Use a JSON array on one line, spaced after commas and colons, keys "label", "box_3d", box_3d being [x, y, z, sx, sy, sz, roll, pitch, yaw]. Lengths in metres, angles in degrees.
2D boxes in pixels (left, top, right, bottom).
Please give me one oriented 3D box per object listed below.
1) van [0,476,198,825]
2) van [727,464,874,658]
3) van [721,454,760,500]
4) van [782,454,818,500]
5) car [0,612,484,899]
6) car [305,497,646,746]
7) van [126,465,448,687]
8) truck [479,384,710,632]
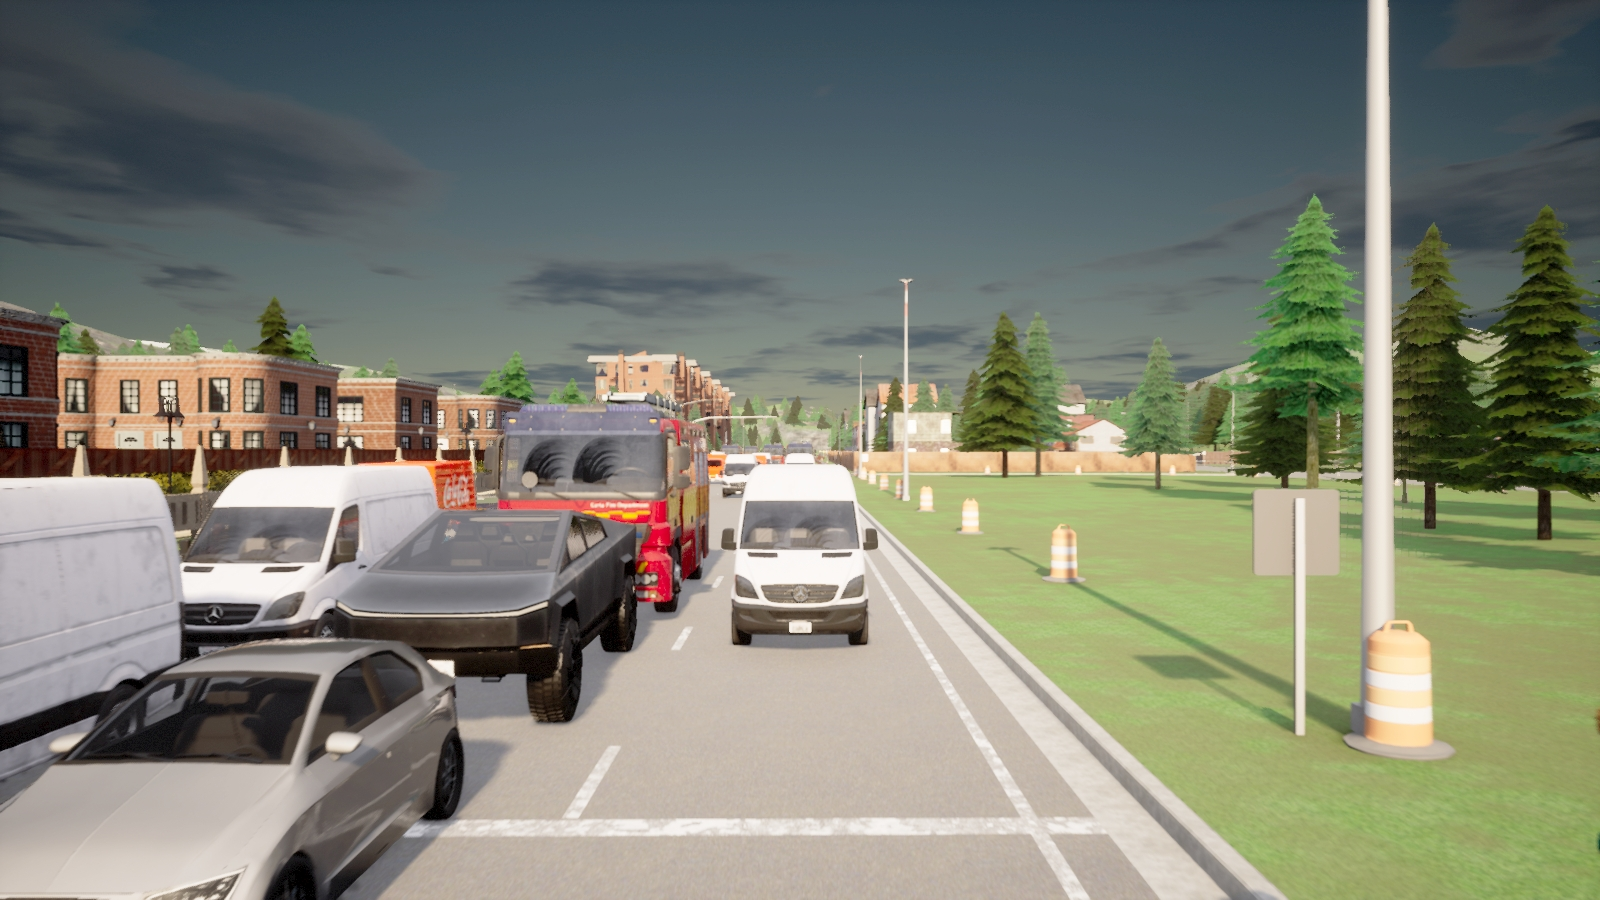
[{"label": "van", "box_3d": [-6.996, 1.536, 8.434, 1.988, 2.561, 5.915, 0, 0, 0]}, {"label": "van", "box_3d": [0.004, 1.537, 18.433, 1.988, 2.561, 5.915, 0, 0, 0]}, {"label": "van", "box_3d": [-3.494, 1.542, 67.575, 1.988, 2.561, 5.915, 0, 0, 0]}, {"label": "van", "box_3d": [0.007, 1.542, 67.119, 1.988, 2.561, 5.915, 0, 0, 0]}, {"label": "car", "box_3d": [-3.502, 2.067, 7.270, 1.816, 1.474, 4.193, 0, 0, 0]}, {"label": "car", "box_3d": [-3.500, 1.755, 13.973, 2.390, 2.098, 6.274, 0, 0, 0]}, {"label": "van", "box_3d": [-6.995, 1.536, 16.508, 1.988, 2.561, 5.915, 0, 0, 0]}, {"label": "truck", "box_3d": [-3.495, 0.893, 21.820, 2.891, 3.827, 8.468, 0, 0, 0]}]
